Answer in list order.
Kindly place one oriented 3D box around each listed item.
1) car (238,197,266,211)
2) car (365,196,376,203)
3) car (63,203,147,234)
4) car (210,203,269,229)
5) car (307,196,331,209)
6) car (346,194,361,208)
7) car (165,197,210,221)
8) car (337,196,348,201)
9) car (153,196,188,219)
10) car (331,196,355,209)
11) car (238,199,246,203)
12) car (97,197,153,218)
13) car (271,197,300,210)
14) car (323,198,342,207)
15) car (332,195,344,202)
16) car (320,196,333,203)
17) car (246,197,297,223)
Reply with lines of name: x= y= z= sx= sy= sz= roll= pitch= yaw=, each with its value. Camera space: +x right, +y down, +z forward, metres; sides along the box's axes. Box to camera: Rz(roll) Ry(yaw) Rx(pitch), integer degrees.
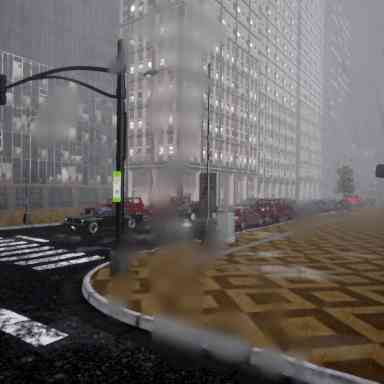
car: x=7.659 y=1.430 z=42.293 sx=1.967 sy=1.590 sz=4.097 roll=1 pitch=0 yaw=35
car: x=39.471 y=1.598 z=73.527 sx=1.967 sy=1.590 sz=4.097 roll=1 pitch=1 yaw=35
car: x=-5.164 y=1.595 z=19.747 sx=1.895 sy=1.301 sz=4.718 roll=1 pitch=1 yaw=35
car: x=3.223 y=1.668 z=22.038 sx=1.802 sy=1.307 sz=4.206 roll=1 pitch=0 yaw=35
car: x=17.719 y=1.647 z=47.031 sx=1.994 sy=1.385 sz=4.181 roll=1 pitch=1 yaw=35
car: x=25.389 y=1.365 z=52.881 sx=2.150 sy=2.045 sz=5.566 roll=1 pitch=1 yaw=35
car: x=0.277 y=1.485 z=27.470 sx=1.882 sy=1.535 sz=5.008 roll=1 pitch=1 yaw=35
car: x=39.426 y=1.623 z=87.115 sx=1.947 sy=1.339 sz=4.313 roll=1 pitch=1 yaw=35
car: x=-1.843 y=1.283 z=28.964 sx=2.192 sy=1.841 sz=5.009 roll=1 pitch=0 yaw=35
car: x=21.361 y=1.655 z=47.119 sx=1.812 sy=1.442 sz=4.674 roll=1 pitch=1 yaw=35
car: x=6.212 y=1.512 z=35.853 sx=2.128 sy=1.511 sz=4.902 roll=1 pitch=1 yaw=35
car: x=-5.498 y=1.275 z=23.794 sx=2.192 sy=1.841 sz=5.009 roll=1 pitch=0 yaw=35
car: x=12.614 y=1.526 z=44.822 sx=2.128 sy=1.511 sz=4.902 roll=1 pitch=1 yaw=36
car: x=23.316 y=1.659 z=54.958 sx=1.994 sy=1.385 sz=4.181 roll=1 pitch=1 yaw=35
car: x=36.141 y=1.570 z=82.467 sx=1.752 sy=1.417 sz=4.829 roll=1 pitch=1 yaw=35
car: x=29.833 y=1.616 z=73.547 sx=1.802 sy=1.307 sz=4.206 roll=1 pitch=1 yaw=35
car: x=6.712 y=1.409 z=26.966 sx=2.192 sy=1.841 sz=5.009 roll=1 pitch=0 yaw=35
